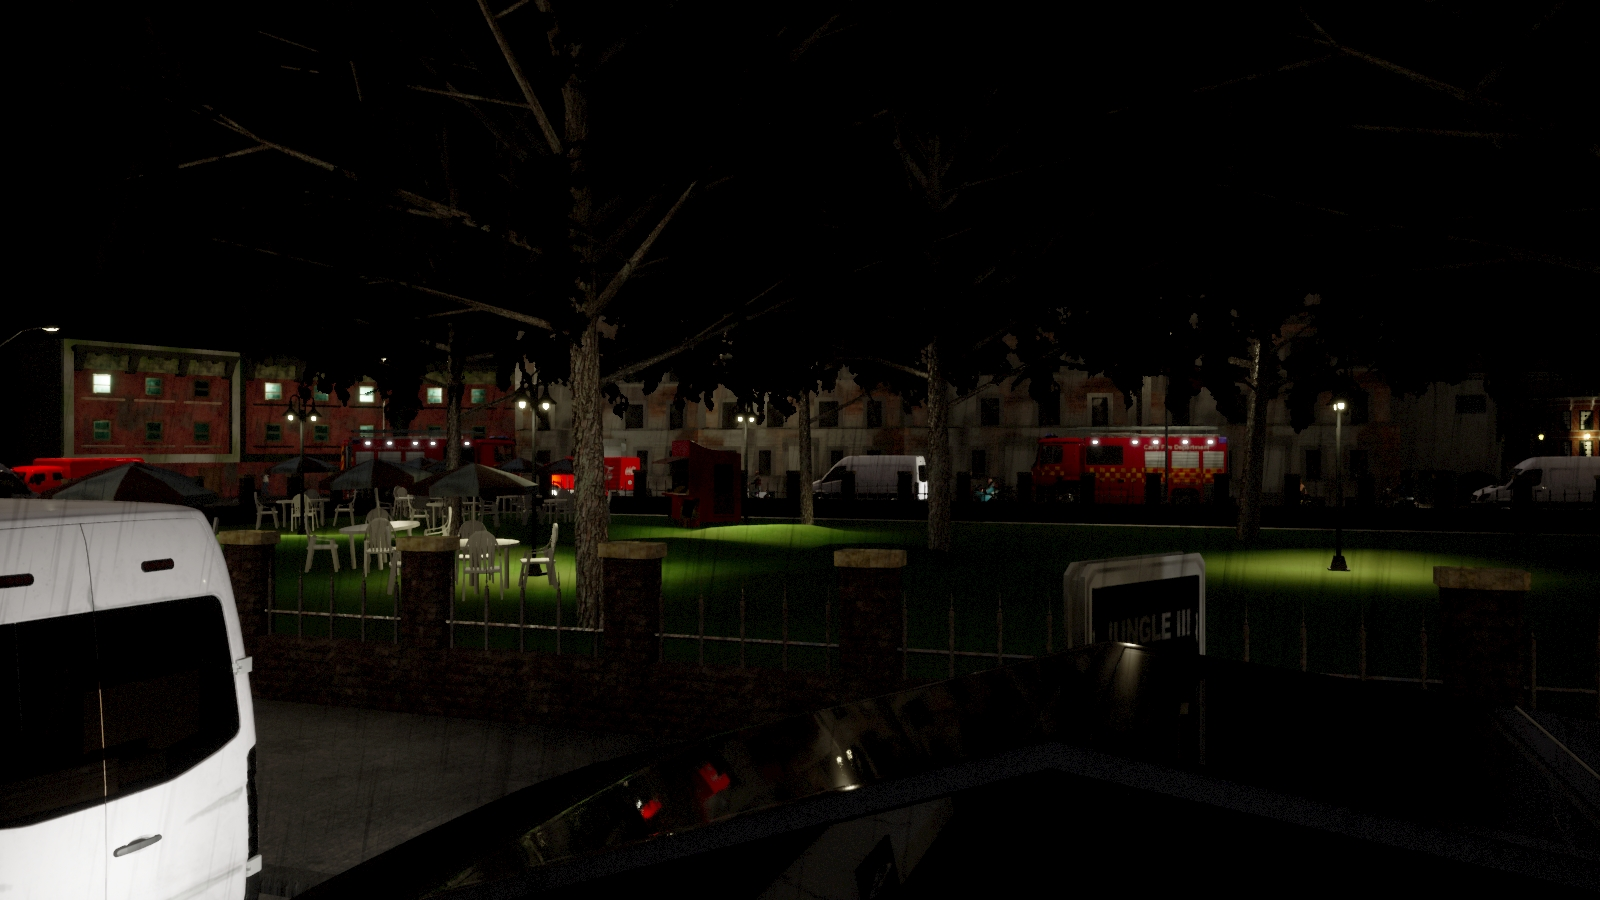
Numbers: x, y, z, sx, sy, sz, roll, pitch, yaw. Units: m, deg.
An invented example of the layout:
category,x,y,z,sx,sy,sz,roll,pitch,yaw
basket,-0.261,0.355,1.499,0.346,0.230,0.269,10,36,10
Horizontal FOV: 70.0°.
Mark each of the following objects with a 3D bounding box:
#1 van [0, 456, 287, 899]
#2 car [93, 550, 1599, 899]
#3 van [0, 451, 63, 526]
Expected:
category,x,y,z,sx,sy,sz,roll,pitch,yaw
van,-5.749,1.318,5.932,5.915,2.561,1.988,0,0,20
car,1.308,1.534,3.365,6.274,2.098,2.390,0,0,20
van,-28.648,1.331,38.930,1.988,2.561,5.915,0,0,20
